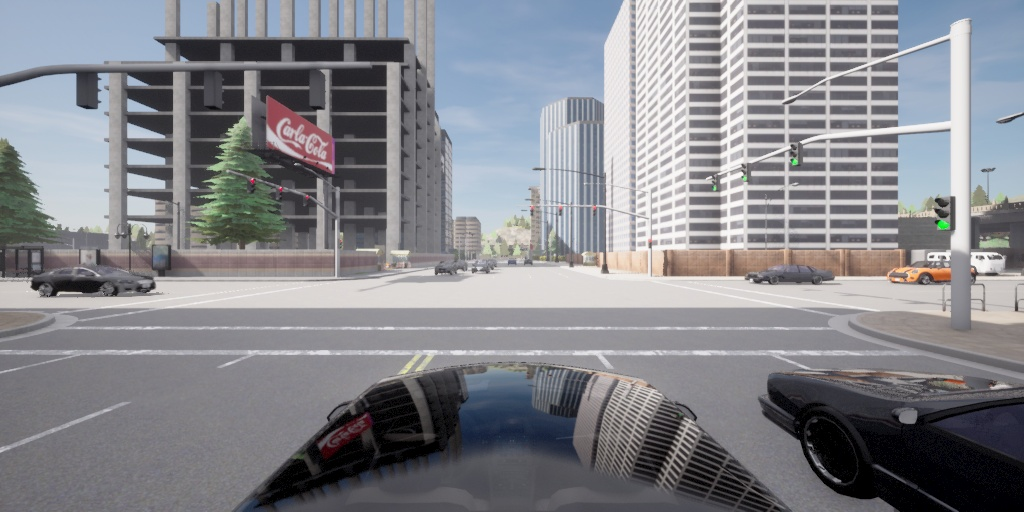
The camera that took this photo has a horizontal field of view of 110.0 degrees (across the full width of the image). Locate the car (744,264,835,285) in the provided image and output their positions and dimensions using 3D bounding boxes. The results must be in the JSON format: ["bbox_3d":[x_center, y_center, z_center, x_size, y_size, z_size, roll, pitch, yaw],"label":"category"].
[{"bbox_3d":[19.648,1.297,25.457,5.357,1.411,2.033,0,0,0],"label":"car"}]

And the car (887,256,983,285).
[{"bbox_3d":[29.657,1.102,25.477,4.553,1.767,2.097,0,0,1],"label":"car"}]

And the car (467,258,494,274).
[{"bbox_3d":[-3.580,1.241,41.749,2.128,1.511,4.902,0,0,0],"label":"car"}]

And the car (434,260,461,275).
[{"bbox_3d":[-7.081,1.255,38.750,1.837,1.490,4.892,0,0,0],"label":"car"}]

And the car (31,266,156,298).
[{"bbox_3d":[-20.936,1.241,18.074,4.902,1.511,2.128,0,0,-1],"label":"car"}]

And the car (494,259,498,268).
[{"bbox_3d":[-3.573,1.241,51.816,2.128,1.511,4.902,0,0,0],"label":"car"}]

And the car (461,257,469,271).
[{"bbox_3d":[-7.075,1.255,48.163,1.837,1.490,4.892,0,0,0],"label":"car"}]

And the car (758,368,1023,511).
[{"bbox_3d":[3.597,1.297,1.411,2.033,1.411,5.357,0,0,0],"label":"car"}]
